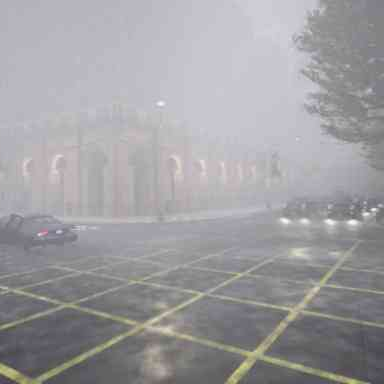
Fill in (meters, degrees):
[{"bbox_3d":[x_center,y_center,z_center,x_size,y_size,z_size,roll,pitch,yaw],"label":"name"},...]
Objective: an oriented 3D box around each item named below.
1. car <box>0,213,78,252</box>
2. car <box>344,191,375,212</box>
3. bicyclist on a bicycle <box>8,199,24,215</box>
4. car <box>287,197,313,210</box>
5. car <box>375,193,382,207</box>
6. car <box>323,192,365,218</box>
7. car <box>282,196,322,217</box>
[{"bbox_3d":[-7.254,1.640,14.433,5.357,1.411,2.033,-1,0,35],"label":"car"},{"bbox_3d":[17.339,1.059,34.584,2.097,1.767,4.553,-1,0,33],"label":"car"},{"bbox_3d":[-17.963,1.531,34.004,0.582,1.620,1.656,-1,0,33],"label":"bicyclist on a bicycle"},{"bbox_3d":[13.316,1.355,40.719,1.895,1.301,4.718,-1,0,33],"label":"car"},{"bbox_3d":[22.697,1.111,42.762,2.128,1.511,4.902,-1,0,33],"label":"car"},{"bbox_3d":[12.510,1.138,27.258,2.097,1.767,4.553,-1,0,33],"label":"car"},{"bbox_3d":[9.477,1.182,29.008,2.097,1.767,4.553,-1,0,33],"label":"car"}]
